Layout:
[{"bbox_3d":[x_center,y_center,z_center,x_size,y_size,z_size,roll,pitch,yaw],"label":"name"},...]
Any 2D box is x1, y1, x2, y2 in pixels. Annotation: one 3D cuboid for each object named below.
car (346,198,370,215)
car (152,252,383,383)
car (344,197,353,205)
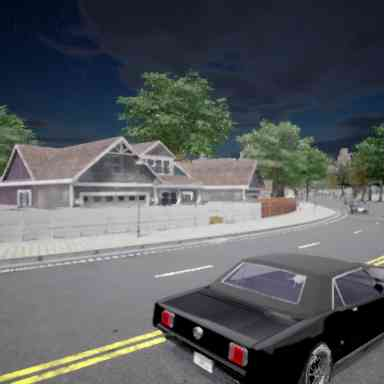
[{"bbox_3d":[19.735,1.831,39.189,2.128,1.511,4.902,0,-1,24],"label":"car"},{"bbox_3d":[1.856,1.635,5.132,4.718,1.301,1.895,0,0,-39],"label":"car"},{"bbox_3d":[33.245,1.907,69.806,2.097,1.767,4.553,0,-1,17],"label":"car"}]
